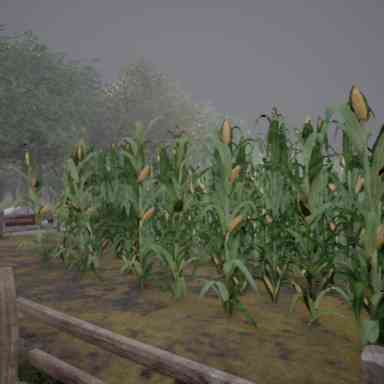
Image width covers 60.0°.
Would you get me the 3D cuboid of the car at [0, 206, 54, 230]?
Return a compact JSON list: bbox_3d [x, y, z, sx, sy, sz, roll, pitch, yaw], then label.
[{"bbox_3d":[-12.532,1.797,23.974,1.882,1.535,5.008,0,-1,34],"label":"car"}]
